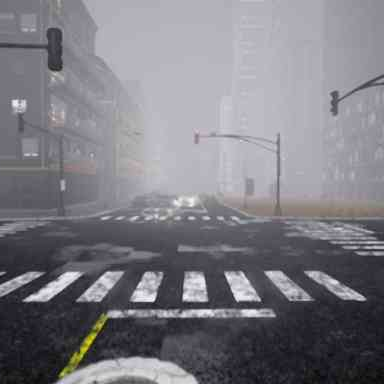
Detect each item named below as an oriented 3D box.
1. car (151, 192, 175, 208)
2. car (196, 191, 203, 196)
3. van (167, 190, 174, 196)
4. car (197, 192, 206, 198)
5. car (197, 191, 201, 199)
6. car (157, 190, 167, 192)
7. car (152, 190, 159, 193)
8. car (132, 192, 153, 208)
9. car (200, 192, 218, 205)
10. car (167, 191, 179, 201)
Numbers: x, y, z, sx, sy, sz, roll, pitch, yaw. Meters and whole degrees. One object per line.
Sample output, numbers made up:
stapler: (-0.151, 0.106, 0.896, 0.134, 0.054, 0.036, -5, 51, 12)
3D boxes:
car: (-3.270, 1.066, 38.843, 1.812, 1.442, 4.674, 0, 1, 0)
car: (2.186, 0.418, 95.418, 1.752, 1.417, 4.829, -1, 1, 0)
van: (-6.162, 0.239, 95.146, 1.690, 1.788, 3.998, -1, 1, 0)
car: (2.270, 0.631, 78.302, 1.887, 1.381, 4.507, -1, 1, 0)
car: (2.324, 0.766, 67.005, 2.008, 1.369, 4.403, -1, 1, 0)
car: (-5.972, 0.663, 55.608, 2.192, 1.841, 5.009, -1, 1, 0)
car: (-5.916, 0.918, 44.312, 1.967, 1.590, 4.097, -1, 1, 0)
car: (-5.887, 1.088, 38.665, 1.887, 1.381, 4.507, -1, 1, 0)
car: (2.432, 1.019, 44.411, 1.887, 1.381, 4.507, -1, 1, 0)
car: (-3.314, 0.896, 56.925, 1.994, 1.385, 4.181, 0, 1, 0)
